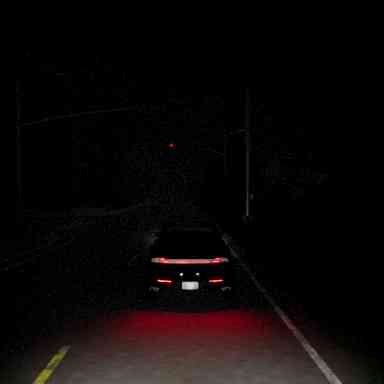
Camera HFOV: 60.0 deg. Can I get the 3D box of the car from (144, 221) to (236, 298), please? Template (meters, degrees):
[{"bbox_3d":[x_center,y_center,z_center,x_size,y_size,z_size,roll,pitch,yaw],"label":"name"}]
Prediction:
[{"bbox_3d":[-0.071,1.491,8.487,2.128,1.511,4.902,0,0,-1],"label":"car"}]
